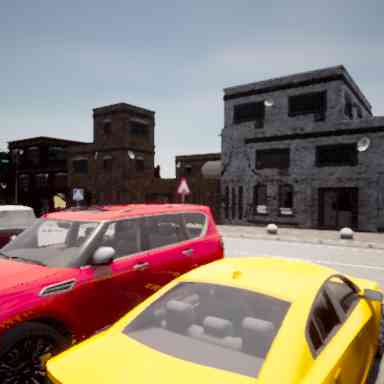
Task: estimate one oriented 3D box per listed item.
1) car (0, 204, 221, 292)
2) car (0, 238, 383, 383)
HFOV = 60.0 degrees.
[{"bbox_3d":[-1.508,1.269,5.410,2.435,2.045,5.566,-1,-1,35],"label":"car"},{"bbox_3d":[0.893,1.492,3.748,2.097,1.535,5.008,-1,0,35],"label":"car"}]
